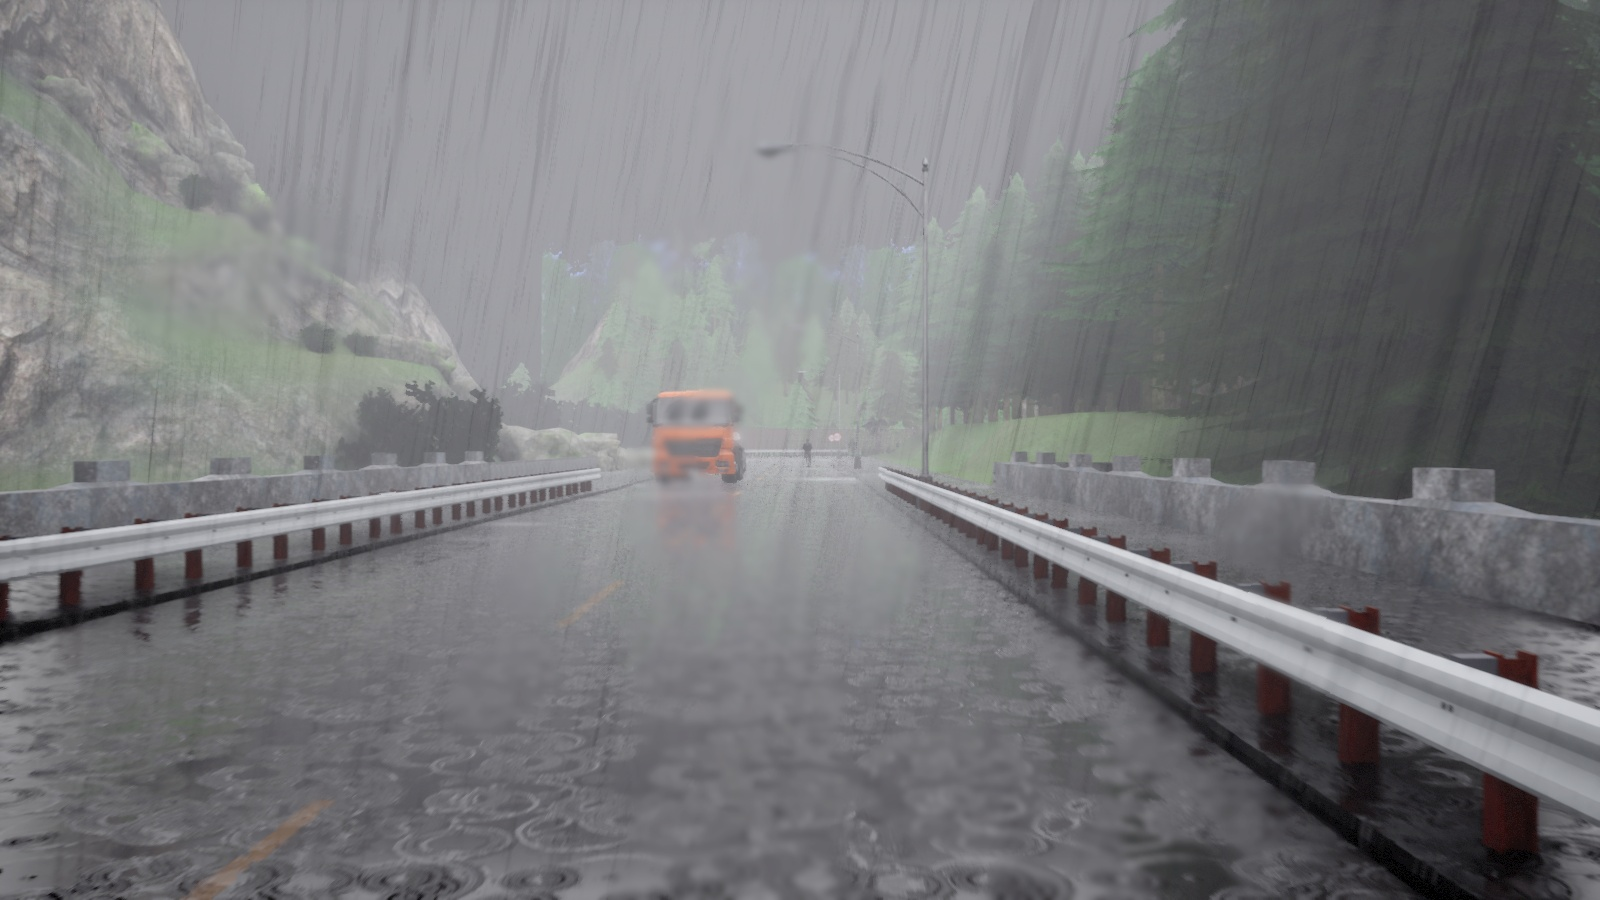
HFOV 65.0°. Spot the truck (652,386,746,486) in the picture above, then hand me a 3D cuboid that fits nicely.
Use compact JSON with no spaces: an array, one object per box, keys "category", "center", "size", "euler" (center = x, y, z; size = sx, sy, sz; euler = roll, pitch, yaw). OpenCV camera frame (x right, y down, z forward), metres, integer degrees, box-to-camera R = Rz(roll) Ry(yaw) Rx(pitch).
[{"category":"truck","center":[-3.702,-0.508,47.781],"size":[2.891,3.462,7.936],"euler":[0,0,0]}]
